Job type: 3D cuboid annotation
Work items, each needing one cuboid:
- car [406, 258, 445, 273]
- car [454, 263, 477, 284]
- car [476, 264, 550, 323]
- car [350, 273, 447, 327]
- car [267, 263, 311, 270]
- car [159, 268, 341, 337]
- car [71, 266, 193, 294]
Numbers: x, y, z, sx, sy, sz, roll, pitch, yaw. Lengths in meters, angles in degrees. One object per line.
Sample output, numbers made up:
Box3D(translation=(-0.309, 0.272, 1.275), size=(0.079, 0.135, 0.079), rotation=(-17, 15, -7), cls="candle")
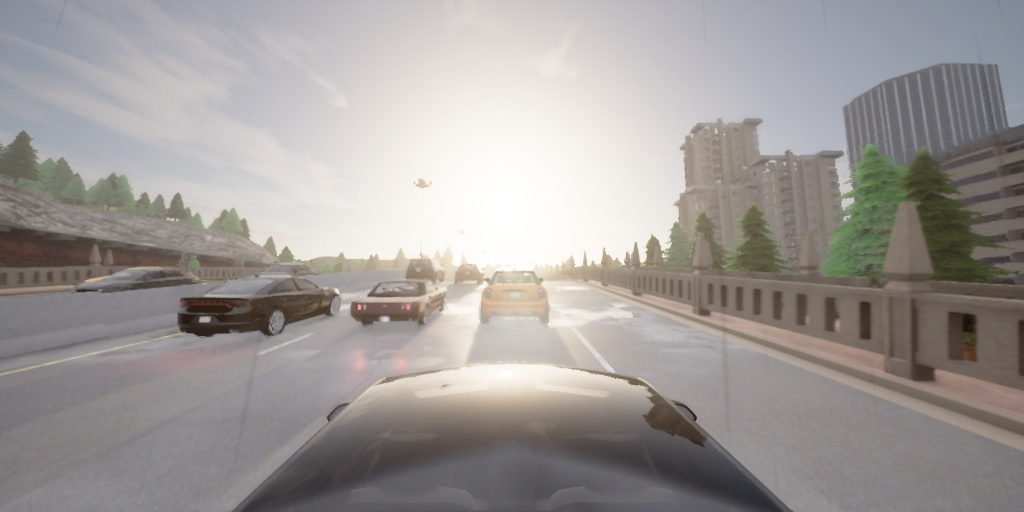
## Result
Box3D(translation=(-6.946, 1.236, 29.282), size=(2.150, 2.045, 5.566), rotation=(0, -2, 0), cls="car")
Box3D(translation=(-3.446, 1.382, 29.848), size=(2.097, 1.767, 4.553), rotation=(0, -2, 0), cls="car")
Box3D(translation=(0.084, 1.173, 12.610), size=(2.097, 1.767, 4.553), rotation=(0, 0, 0), cls="car")
Box3D(translation=(-3.415, 1.420, 11.856), size=(1.895, 1.301, 4.718), rotation=(0, 0, 0), cls="car")
Box3D(translation=(-14.109, 1.246, 22.278), size=(2.097, 1.767, 4.553), rotation=(0, 0, 0), cls="car")
Box3D(translation=(-6.913, 1.291, 10.542), size=(1.882, 1.535, 5.008), rotation=(0, 0, 0), cls="car")
Box3D(translation=(-17.615, 1.369, 17.145), size=(1.837, 1.490, 4.892), rotation=(0, 0, 0), cls="car")
